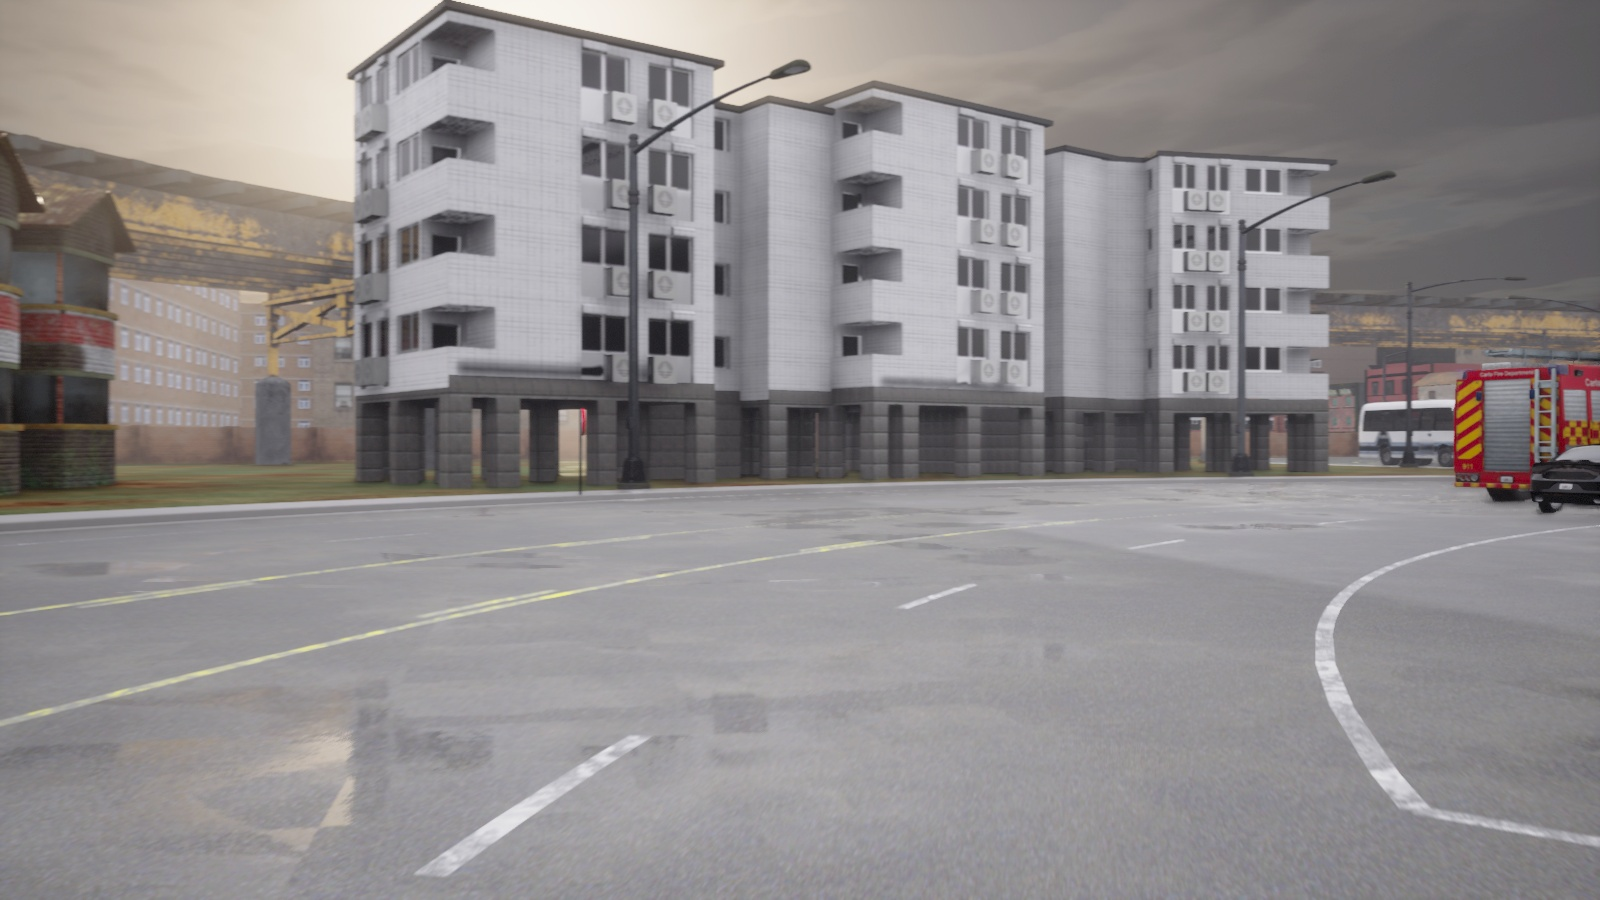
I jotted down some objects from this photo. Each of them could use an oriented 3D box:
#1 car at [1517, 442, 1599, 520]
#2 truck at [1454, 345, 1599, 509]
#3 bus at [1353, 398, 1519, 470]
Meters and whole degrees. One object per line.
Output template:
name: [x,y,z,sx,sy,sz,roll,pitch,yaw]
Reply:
car: [17.645,0.610,26.837,5.008,1.535,1.882,0,0,-32]
truck: [21.076,-0.557,32.467,8.468,3.827,2.891,0,0,-26]
bus: [40.059,-0.995,79.708,3.944,4.253,10.273,0,0,-11]
